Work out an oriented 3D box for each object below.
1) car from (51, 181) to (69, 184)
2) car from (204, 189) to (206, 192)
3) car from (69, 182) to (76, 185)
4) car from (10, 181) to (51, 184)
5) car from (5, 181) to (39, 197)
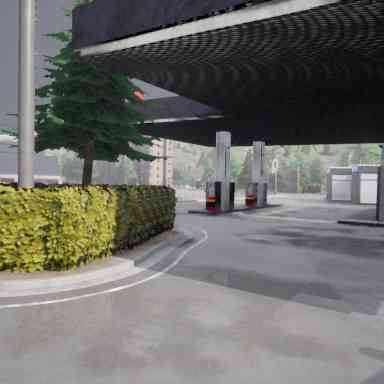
[{"bbox_3d":[-26.777,-1.255,65.446,3.866,1.878,1.905,2,2,35],"label":"car"},{"bbox_3d":[4.886,-0.326,65.595,5.027,1.636,2.152,2,2,35],"label":"car"},{"bbox_3d":[-25.440,-1.281,68.058,4.605,1.855,1.932,2,2,35],"label":"car"},{"bbox_3d":[-17.227,-0.176,35.202,3.866,1.878,1.905,2,2,35],"label":"car"},{"bbox_3d":[-21.761,-0.462,42.419,4.605,1.855,1.932,2,2,35],"label":"car"}]
